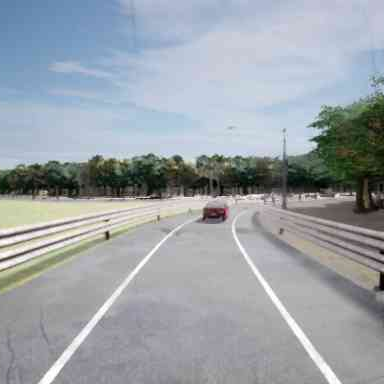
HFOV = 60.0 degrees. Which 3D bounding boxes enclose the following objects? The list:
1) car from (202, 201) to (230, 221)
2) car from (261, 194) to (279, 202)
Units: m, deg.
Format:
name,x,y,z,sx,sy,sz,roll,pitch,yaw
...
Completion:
name,x,y,z,sx,sy,sz,roll,pitch,yaw
car,2.045,1.497,27.474,1.882,1.535,5.008,1,1,10
car,14.296,1.225,60.842,2.097,1.767,4.553,1,1,31
